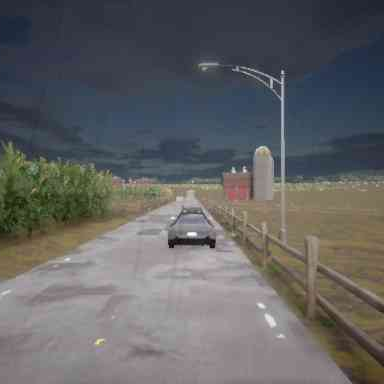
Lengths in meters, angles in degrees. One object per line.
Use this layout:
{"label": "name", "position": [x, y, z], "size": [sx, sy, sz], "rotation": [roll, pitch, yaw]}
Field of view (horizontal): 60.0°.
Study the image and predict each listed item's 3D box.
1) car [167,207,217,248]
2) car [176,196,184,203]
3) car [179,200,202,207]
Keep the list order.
{"label": "car", "position": [0.000, 1.572, 14.652], "size": [1.994, 1.385, 4.181], "rotation": [0, 0, 0]}
{"label": "car", "position": [-2.750, 1.686, 75.956], "size": [1.812, 1.442, 4.674], "rotation": [0, 0, 0]}
{"label": "car", "position": [0.000, 1.634, 29.684], "size": [1.895, 1.301, 4.718], "rotation": [0, 0, 0]}
